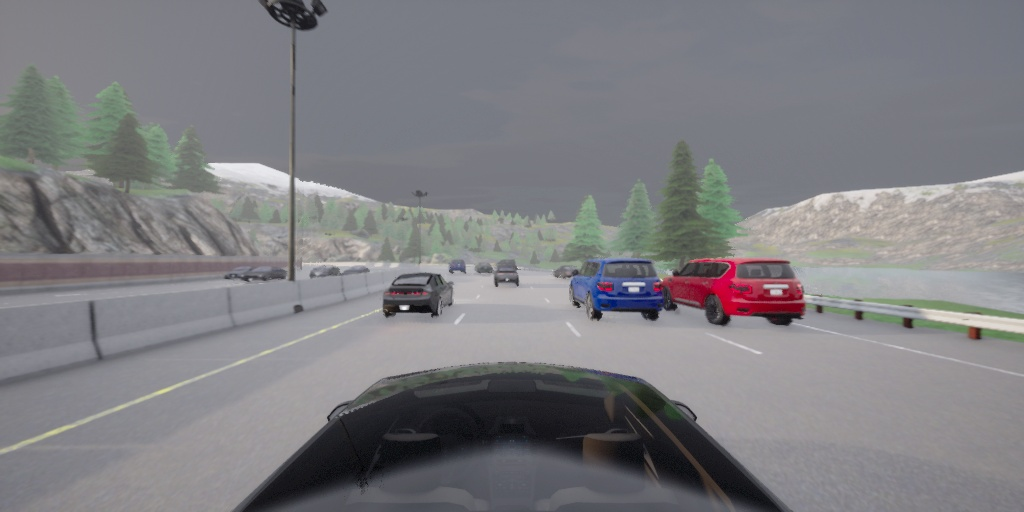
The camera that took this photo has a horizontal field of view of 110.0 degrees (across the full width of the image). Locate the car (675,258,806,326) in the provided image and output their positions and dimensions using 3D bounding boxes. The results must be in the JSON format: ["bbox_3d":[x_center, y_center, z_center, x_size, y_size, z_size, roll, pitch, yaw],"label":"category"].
[{"bbox_3d":[7.094,1.092,12.310,2.150,2.045,5.566,0,-1,0],"label":"car"}]

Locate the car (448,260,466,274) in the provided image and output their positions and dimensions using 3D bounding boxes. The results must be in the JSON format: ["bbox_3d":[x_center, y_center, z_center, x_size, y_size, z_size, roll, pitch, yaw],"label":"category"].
[{"bbox_3d":[-8.225,1.545,53.263,2.150,2.045,5.566,1,-1,-16],"label":"car"}]

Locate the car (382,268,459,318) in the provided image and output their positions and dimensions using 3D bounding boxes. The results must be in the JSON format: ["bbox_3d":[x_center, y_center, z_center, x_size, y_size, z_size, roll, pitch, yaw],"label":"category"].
[{"bbox_3d":[-3.418,1.390,13.742,1.837,1.490,4.892,0,0,-1],"label":"car"}]

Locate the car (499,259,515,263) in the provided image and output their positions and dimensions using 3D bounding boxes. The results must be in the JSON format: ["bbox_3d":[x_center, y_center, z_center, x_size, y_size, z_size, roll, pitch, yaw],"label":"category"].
[{"bbox_3d":[-0.926,1.546,53.208,2.150,2.045,5.566,1,-1,-15],"label":"car"}]

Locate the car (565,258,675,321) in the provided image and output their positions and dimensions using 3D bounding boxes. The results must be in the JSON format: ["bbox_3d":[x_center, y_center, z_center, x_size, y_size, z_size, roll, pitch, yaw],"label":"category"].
[{"bbox_3d":[3.591,1.103,13.263,2.150,2.045,5.566,0,0,0],"label":"car"}]

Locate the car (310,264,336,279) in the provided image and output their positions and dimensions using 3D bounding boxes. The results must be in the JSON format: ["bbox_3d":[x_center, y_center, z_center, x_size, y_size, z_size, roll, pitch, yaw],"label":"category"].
[{"bbox_3d":[-19.616,1.643,37.873,2.128,1.511,4.902,0,-1,-10],"label":"car"}]

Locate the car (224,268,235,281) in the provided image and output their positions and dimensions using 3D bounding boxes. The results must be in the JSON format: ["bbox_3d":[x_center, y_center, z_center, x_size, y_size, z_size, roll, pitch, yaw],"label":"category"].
[{"bbox_3d":[-26.320,1.687,35.448,1.994,1.385,4.181,0,-1,-9],"label":"car"}]

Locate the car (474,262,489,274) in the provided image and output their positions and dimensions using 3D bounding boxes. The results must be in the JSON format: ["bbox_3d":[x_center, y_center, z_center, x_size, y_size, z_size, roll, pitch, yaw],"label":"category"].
[{"bbox_3d":[-4.135,1.652,50.967,2.097,1.767,4.553,0,-1,-14],"label":"car"}]

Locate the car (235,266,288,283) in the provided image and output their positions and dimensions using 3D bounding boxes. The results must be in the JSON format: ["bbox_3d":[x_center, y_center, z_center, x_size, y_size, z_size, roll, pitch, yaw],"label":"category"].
[{"bbox_3d":[-22.354,1.642,32.815,2.033,1.411,5.357,0,-1,-8],"label":"car"}]

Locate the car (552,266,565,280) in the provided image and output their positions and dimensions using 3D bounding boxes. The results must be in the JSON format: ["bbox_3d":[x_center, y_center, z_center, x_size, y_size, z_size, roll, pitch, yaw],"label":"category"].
[{"bbox_3d":[5.628,1.690,36.743,2.033,1.411,5.357,0,-1,-8],"label":"car"}]

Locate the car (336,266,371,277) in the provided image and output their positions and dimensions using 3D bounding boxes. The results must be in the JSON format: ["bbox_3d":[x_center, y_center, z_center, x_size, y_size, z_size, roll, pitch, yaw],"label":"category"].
[{"bbox_3d":[-15.885,1.689,36.901,2.033,1.411,5.357,0,-1,-9],"label":"car"}]

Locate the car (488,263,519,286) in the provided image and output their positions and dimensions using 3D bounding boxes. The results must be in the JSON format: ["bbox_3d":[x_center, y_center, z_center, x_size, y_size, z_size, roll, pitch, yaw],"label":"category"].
[{"bbox_3d":[-0.547,1.542,28.543,2.128,1.511,4.902,0,-1,-5],"label":"car"}]
